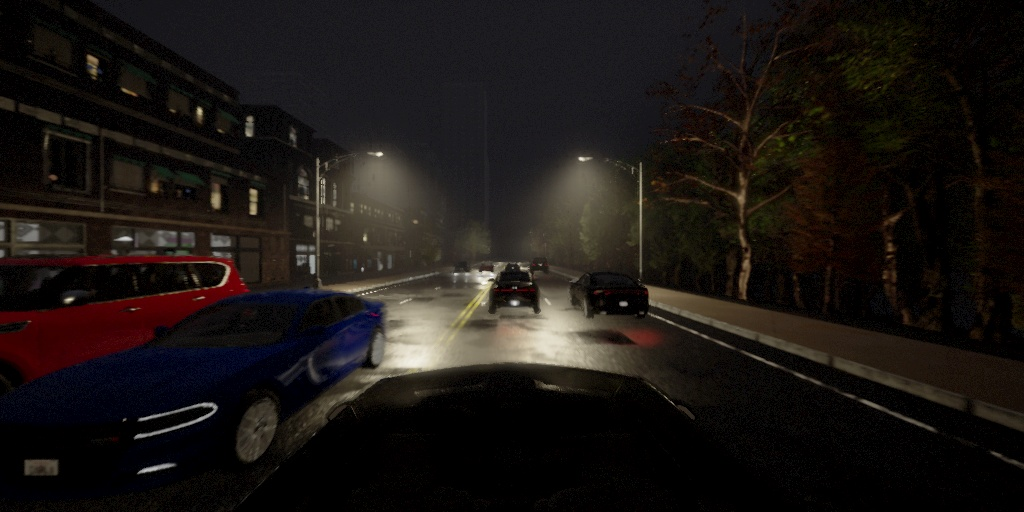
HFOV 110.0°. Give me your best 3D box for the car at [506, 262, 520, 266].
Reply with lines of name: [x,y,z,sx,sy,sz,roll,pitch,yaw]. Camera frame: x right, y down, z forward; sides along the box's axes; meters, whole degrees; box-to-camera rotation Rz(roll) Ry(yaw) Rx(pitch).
car: [0.093,1.547,48.981,1.994,1.385,4.181,0,0,0]

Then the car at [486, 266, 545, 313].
car: [0.099,1.321,14.470,1.837,1.490,4.892,0,0,0]

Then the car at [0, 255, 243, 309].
car: [-6.601,0.989,5.319,2.150,2.045,5.566,0,0,0]

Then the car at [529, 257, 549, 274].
car: [3.344,1.186,44.938,2.150,2.045,5.566,0,0,0]

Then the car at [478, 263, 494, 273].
car: [-3.330,1.575,47.195,1.895,1.301,4.718,0,0,0]

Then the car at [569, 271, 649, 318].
car: [3.348,1.286,13.225,1.882,1.535,5.008,0,0,0]

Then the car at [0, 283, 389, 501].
car: [-3.350,1.244,5.050,1.882,1.535,5.008,0,0,0]

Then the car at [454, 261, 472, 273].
car: [-6.574,1.486,48.368,1.837,1.490,4.892,0,-1,0]
